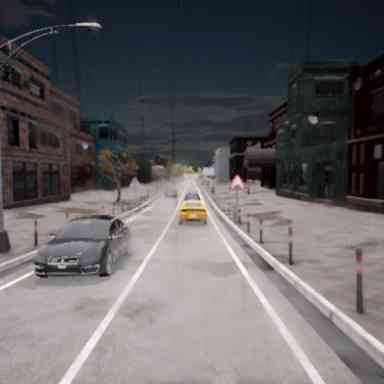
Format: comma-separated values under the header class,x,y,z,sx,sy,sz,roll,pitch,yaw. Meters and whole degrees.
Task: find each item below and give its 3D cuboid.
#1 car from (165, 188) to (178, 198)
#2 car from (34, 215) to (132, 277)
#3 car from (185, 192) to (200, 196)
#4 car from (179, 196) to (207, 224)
class,x,y,z,sx,sy,sz,roll,pitch,yaw
car,-3.116,0.109,50.778,2.128,1.511,4.902,0,3,0
car,-3.103,1.530,10.374,1.837,1.490,4.892,0,0,0
car,0.067,0.696,41.996,1.994,1.385,4.181,0,3,0
car,0.072,1.321,23.767,1.882,1.535,5.008,0,1,0
